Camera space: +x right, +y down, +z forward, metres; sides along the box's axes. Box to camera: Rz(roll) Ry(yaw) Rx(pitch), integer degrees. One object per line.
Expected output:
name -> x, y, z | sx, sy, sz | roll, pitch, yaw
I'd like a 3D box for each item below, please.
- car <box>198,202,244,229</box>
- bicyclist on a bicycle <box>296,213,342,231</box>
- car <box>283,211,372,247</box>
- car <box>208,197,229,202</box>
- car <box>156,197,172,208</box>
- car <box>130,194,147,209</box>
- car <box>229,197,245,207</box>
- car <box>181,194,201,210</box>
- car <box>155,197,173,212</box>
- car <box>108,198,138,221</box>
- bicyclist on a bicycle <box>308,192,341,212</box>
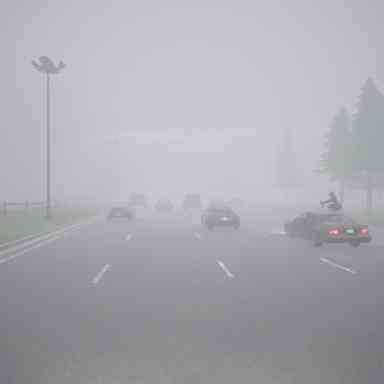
car -> 1.756, 1.564, 21.659 | 1.994, 1.385, 4.181 | 0, 0, -5
bicyclist on a bicycle -> 6.868, 1.596, 17.962 | 1.620, 0.582, 1.656 | -12, 5, -37
car -> 5.808, 1.556, 15.004 | 2.033, 1.411, 5.357 | -2, -1, -3
car -> 3.219, 1.477, 44.889 | 1.882, 1.535, 5.008 | 0, 0, -5
car -> -4.099, 1.491, 48.103 | 2.128, 1.511, 4.902 | 0, 0, -6
car -> -7.410, 1.221, 45.842 | 2.150, 2.045, 5.566 | 0, 0, -5
car -> 6.390, 1.505, 48.686 | 1.837, 1.490, 4.892 | 0, 0, -5
car -> -0.096, 1.220, 42.605 | 2.150, 2.045, 5.566 | 0, 0, -5
car -> -3.203, 1.600, 38.048 | 1.895, 1.301, 4.718 | 0, 0, -5
car -> -5.778, 1.525, 27.480 | 1.812, 1.442, 4.674 | 0, 0, -5
bicyclist on a bicycle -> 6.704, 0.803, 16.358 | 1.656, 1.620, 0.582 | 25, -3, 26
